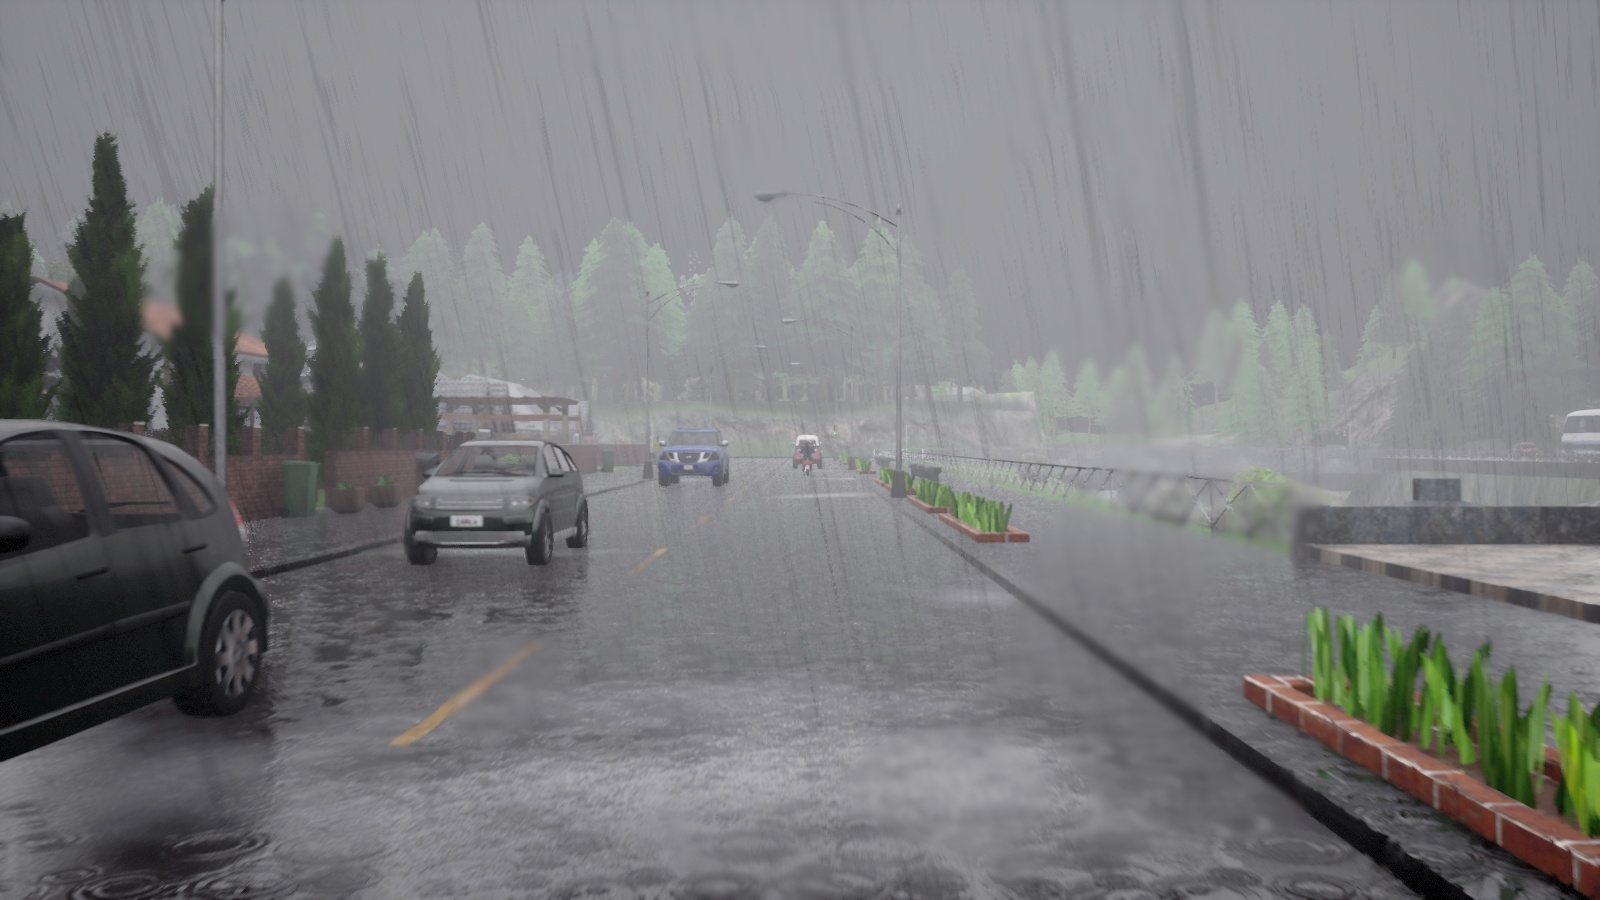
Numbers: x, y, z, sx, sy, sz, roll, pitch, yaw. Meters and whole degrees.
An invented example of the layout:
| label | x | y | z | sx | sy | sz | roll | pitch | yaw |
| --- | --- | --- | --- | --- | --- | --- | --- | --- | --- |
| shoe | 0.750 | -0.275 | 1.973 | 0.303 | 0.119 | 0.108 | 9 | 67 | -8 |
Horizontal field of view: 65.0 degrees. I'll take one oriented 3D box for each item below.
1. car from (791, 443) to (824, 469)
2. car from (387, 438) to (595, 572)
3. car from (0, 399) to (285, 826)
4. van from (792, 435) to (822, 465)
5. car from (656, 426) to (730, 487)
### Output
| label | x | y | z | sx | sy | sz | roll | pitch | yaw |
| --- | --- | --- | --- | --- | --- | --- | --- | --- | --- |
| car | 0.437 | 0.348 | 73.291 | 1.845 | 1.501 | 3.633 | 0 | 0 | 0 |
| car | -3.891 | 0.629 | 16.414 | 1.789 | 1.549 | 3.705 | 0 | 0 | 0 |
| car | -3.954 | 0.611 | 5.363 | 1.851 | 1.617 | 3.988 | 0 | 0 | 0 |
| van | 0.527 | -0.030 | 88.853 | 2.069 | 2.038 | 4.480 | 0 | 0 | 0 |
| car | -3.728 | 0.211 | 44.679 | 2.150 | 2.045 | 5.566 | 0 | 0 | 0 |
